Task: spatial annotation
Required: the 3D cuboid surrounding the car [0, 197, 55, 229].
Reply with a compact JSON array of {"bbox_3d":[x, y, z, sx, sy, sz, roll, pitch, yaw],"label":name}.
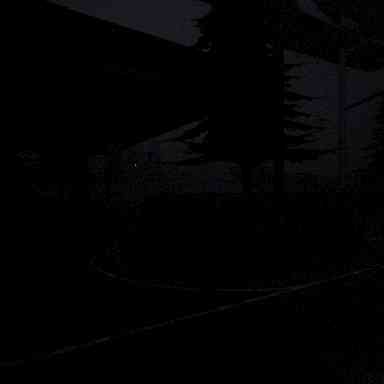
[{"bbox_3d":[-11.876,1.313,23.538,3.866,1.878,1.905,0,0,-36],"label":"car"}]
